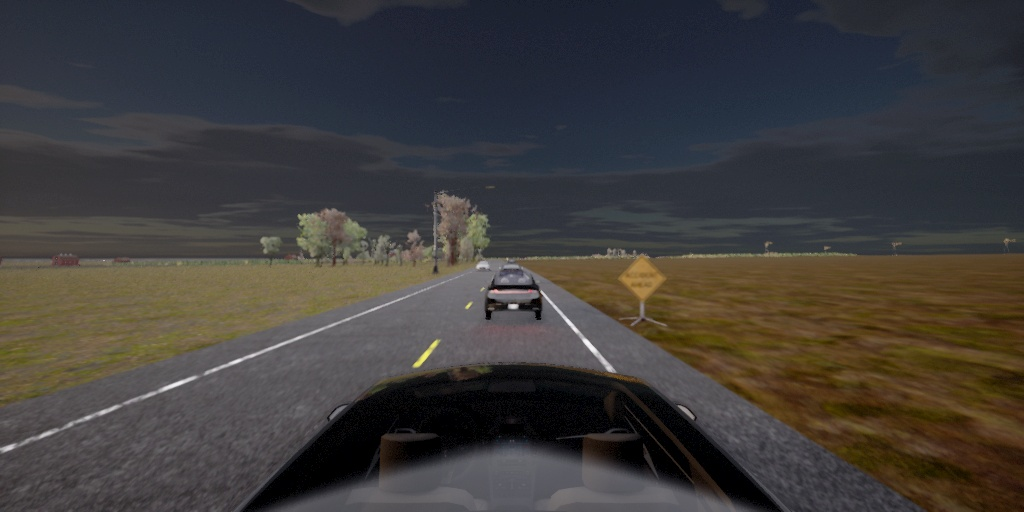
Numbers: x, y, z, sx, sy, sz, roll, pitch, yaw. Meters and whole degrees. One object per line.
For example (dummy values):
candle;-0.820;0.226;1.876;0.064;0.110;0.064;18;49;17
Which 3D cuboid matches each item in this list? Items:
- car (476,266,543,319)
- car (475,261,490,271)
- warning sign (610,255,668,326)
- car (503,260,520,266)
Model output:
car;0.046;1.276;12.947;2.128;1.511;4.902;0;0;0
car;-3.986;1.441;50.225;1.812;1.442;4.674;0;0;-1
warning sign;3.542;0.889;9.754;1.300;1.860;1.060;0;0;0
car;-0.058;1.314;29.525;1.882;1.535;5.008;0;0;0
